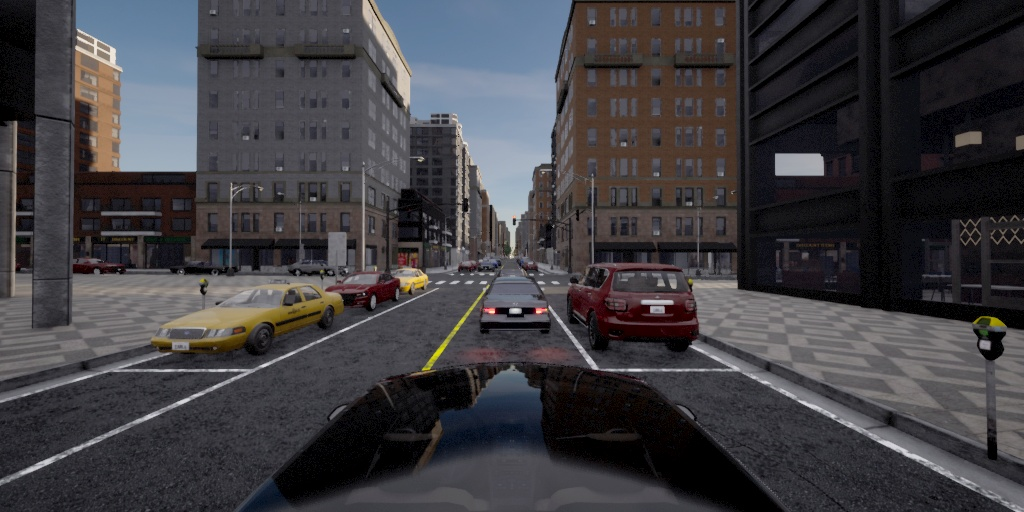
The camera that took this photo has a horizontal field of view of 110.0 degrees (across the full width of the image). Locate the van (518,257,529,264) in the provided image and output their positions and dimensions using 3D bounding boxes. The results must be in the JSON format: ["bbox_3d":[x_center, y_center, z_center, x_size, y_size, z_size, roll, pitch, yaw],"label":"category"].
[{"bbox_3d":[2.450,1.107,64.238,1.690,1.789,3.998,0,0,0],"label":"van"}]

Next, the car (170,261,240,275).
[{"bbox_3d":[-26.761,1.112,31.346,4.718,1.301,1.895,1,-1,0],"label":"car"}]

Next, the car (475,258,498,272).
[{"bbox_3d":[-3.263,1.324,46.528,1.994,1.385,4.181,0,0,-1],"label":"car"}]

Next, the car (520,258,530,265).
[{"bbox_3d":[2.490,1.344,52.891,1.802,1.307,4.207,0,0,0],"label":"car"}]

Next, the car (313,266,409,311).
[{"bbox_3d":[-5.902,1.298,14.553,1.888,1.381,4.507,0,0,0],"label":"car"}]

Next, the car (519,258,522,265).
[{"bbox_3d":[2.470,1.346,58.564,1.802,1.307,4.207,0,0,0],"label":"car"}]

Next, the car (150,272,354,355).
[{"bbox_3d":[-5.881,1.277,8.758,1.751,1.417,4.829,0,0,0],"label":"car"}]

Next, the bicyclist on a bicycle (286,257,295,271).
[{"bbox_3d":[-23.138,0.909,37.578,0.582,1.620,1.656,0,0,0],"label":"bicyclist on a bicycle"}]

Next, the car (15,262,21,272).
[{"bbox_3d":[-46.965,0.832,31.441,4.892,1.490,1.837,1,-1,1],"label":"car"}]

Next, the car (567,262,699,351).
[{"bbox_3d":[2.644,1.066,8.949,2.192,1.841,5.009,0,0,0],"label":"car"}]

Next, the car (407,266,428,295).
[{"bbox_3d":[-5.921,1.279,20.007,1.751,1.417,4.829,0,0,0],"label":"car"}]

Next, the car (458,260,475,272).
[{"bbox_3d":[-6.016,1.305,47.197,1.888,1.381,4.507,0,0,0],"label":"car"}]

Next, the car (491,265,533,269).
[{"bbox_3d":[0.005,1.355,20.406,1.895,1.301,4.718,0,0,0],"label":"car"}]

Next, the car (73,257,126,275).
[{"bbox_3d":[-36.856,0.897,31.382,5.008,1.535,1.882,1,-1,0],"label":"car"}]

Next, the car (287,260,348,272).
[{"bbox_3d":[-16.864,1.092,31.321,4.902,1.511,2.128,1,-1,0],"label":"car"}]

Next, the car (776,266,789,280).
[{"bbox_3d":[22.762,1.510,31.243,4.181,1.385,1.994,0,-1,0],"label":"car"}]

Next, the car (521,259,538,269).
[{"bbox_3d":[2.510,1.342,47.218,1.802,1.307,4.207,0,0,0],"label":"car"}]

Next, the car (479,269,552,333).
[{"bbox_3d":[0.060,1.299,10.679,2.033,1.411,5.357,0,0,0],"label":"car"}]

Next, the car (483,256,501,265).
[{"bbox_3d":[-3.283,1.241,57.593,1.882,1.535,5.008,0,0,0],"label":"car"}]
